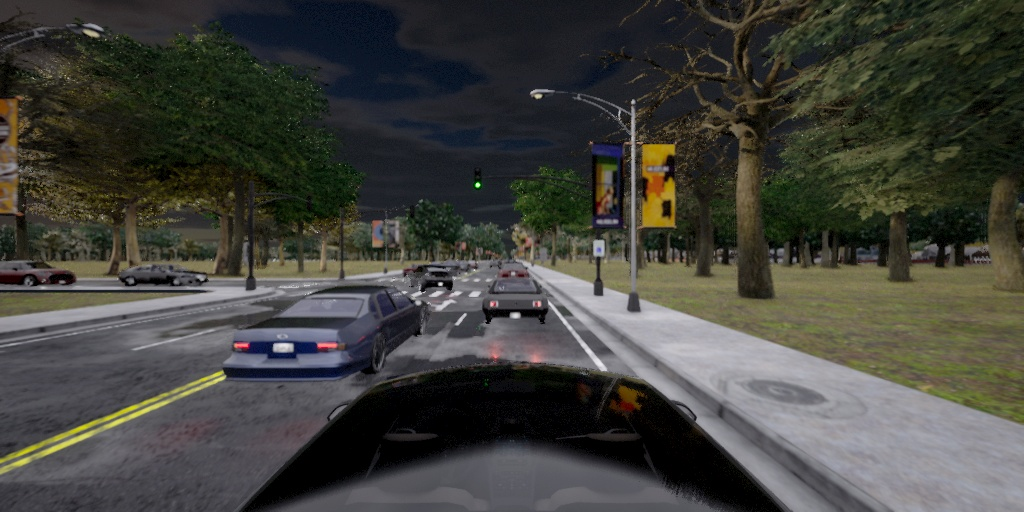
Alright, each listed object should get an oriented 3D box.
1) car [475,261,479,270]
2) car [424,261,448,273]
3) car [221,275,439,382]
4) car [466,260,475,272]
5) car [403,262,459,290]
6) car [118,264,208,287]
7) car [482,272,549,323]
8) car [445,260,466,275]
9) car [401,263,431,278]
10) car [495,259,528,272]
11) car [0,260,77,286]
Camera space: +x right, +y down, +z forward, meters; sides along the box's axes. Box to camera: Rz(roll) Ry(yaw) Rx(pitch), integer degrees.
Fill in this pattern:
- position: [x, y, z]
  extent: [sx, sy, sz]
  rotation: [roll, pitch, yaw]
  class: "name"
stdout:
- position: [-6.577, 1.457, 58.369]
  extent: [1.812, 1.442, 4.674]
  rotation: [0, 0, 0]
  class: "car"
- position: [-9.859, 1.437, 46.974]
  extent: [2.033, 1.411, 5.357]
  rotation: [0, 0, 0]
  class: "car"
- position: [-3.149, 1.314, 7.445]
  extent: [2.033, 1.411, 5.357]
  rotation: [0, 0, 0]
  class: "car"
- position: [-6.606, 1.385, 48.134]
  extent: [2.128, 1.511, 4.902]
  rotation: [0, 0, 0]
  class: "car"
- position: [-5.175, 1.316, 22.267]
  extent: [1.837, 1.490, 4.892]
  rotation: [2, -1, -29]
  class: "car"
- position: [-22.947, 1.282, 23.735]
  extent: [4.902, 1.511, 2.128]
  rotation: [0, 0, 0]
  class: "car"
- position: [0.099, 1.381, 12.250]
  extent: [1.895, 1.301, 4.718]
  rotation: [0, 0, 0]
  class: "car"
- position: [-6.607, 1.353, 38.798]
  extent: [2.128, 1.511, 4.902]
  rotation: [0, 0, 0]
  class: "car"
- position: [-9.859, 1.457, 37.321]
  extent: [1.895, 1.301, 4.718]
  rotation: [0, 0, 0]
  class: "car"
- position: [0.088, 1.171, 25.468]
  extent: [2.097, 1.767, 4.553]
  rotation: [0, 0, 0]
  class: "car"
- position: [-31.986, 1.133, 23.738]
  extent: [4.553, 1.767, 2.097]
  rotation: [0, 0, 0]
  class: "car"
